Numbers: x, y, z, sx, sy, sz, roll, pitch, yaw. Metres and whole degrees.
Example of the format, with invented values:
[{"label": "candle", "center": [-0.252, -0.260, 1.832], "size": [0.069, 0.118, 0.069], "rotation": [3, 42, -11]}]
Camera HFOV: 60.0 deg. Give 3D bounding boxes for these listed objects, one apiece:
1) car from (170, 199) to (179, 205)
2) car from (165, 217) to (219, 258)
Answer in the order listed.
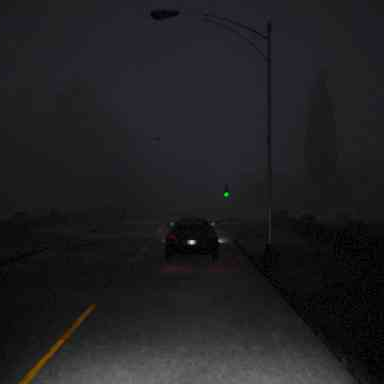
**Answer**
[{"label": "car", "center": [-4.004, 2.417, 78.337], "size": [1.994, 1.385, 4.181], "rotation": [0, -1, 0]}, {"label": "car", "center": [0.017, 1.714, 13.448], "size": [1.994, 1.385, 4.181], "rotation": [0, -1, 1]}]
